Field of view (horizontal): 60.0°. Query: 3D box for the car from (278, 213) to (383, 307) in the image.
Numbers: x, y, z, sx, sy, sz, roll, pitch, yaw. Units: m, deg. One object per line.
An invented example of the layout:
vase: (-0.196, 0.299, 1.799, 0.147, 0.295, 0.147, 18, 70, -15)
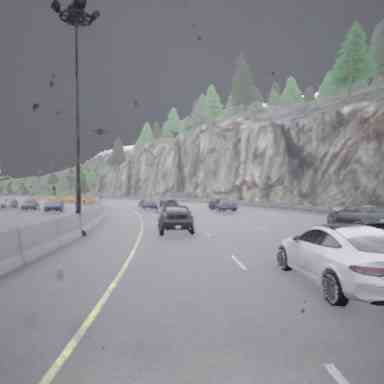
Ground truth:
car: (3.486, 1.464, 7.731, 1.812, 1.442, 4.674, 0, 0, -3)

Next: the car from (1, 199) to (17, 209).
car: (-26.636, 1.727, 48.874, 2.128, 1.511, 4.902, -1, 0, -20)

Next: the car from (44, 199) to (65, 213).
car: (-15.914, 1.598, 38.652, 1.882, 1.535, 5.008, -1, 0, -16)

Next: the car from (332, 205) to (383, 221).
car: (9.473, 1.403, 18.825, 1.994, 1.385, 4.181, -1, 0, -6)

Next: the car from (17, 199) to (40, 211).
car: (-20.897, 1.679, 43.082, 1.837, 1.490, 4.892, -1, 0, -18)

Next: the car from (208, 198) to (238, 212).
car: (3.283, 1.428, 36.306, 2.033, 1.411, 5.357, -1, 0, -14)

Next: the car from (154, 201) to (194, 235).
car: (-1.015, 1.478, 18.964, 1.837, 1.490, 4.892, 0, 0, -8)

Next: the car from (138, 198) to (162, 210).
car: (-5.798, 1.529, 43.299, 2.033, 1.411, 5.357, -1, 0, -18)

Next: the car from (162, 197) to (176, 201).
car: (-3.453, 1.450, 46.743, 1.837, 1.490, 4.892, 0, 0, -18)

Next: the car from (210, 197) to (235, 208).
car: (4.127, 1.451, 45.739, 1.895, 1.301, 4.718, -1, 0, -16)
